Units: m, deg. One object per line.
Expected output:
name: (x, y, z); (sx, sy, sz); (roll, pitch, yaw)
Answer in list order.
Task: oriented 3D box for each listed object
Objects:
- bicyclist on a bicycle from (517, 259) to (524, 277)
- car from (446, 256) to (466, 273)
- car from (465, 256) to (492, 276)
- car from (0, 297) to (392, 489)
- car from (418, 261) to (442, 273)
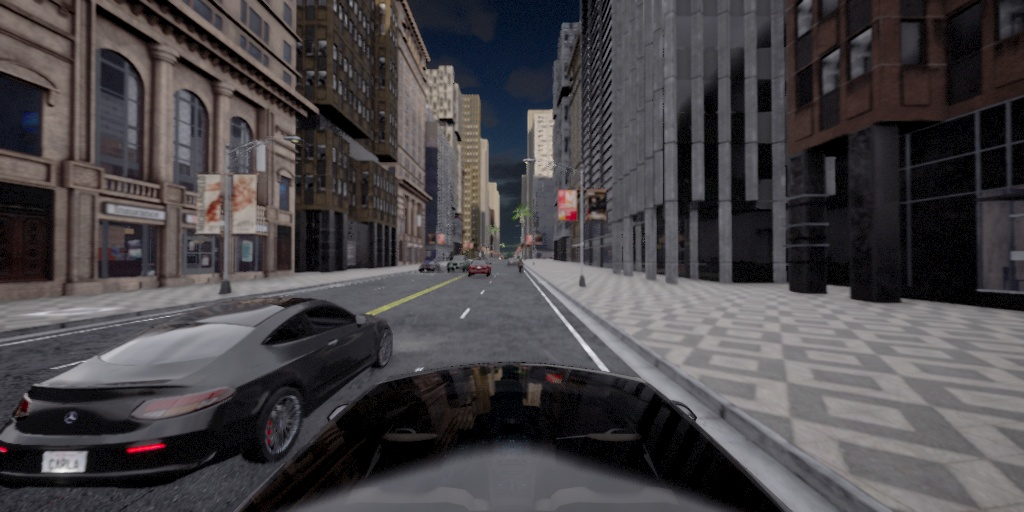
bicyclist on a bicycle: (0.896, 1.194, 33.894); (0.582, 1.620, 1.656); (0, 0, 0)
car: (-6.575, 0.958, 44.037); (2.150, 2.045, 5.566); (0, 0, 0)
car: (-3.150, 1.091, 36.276); (2.097, 1.767, 4.553); (0, 0, 0)
car: (-3.150, 1.275, 4.826); (1.812, 1.442, 4.674); (0, 0, 0)
car: (-9.830, 1.282, 43.421); (2.033, 1.411, 5.357); (0, 0, 0)
